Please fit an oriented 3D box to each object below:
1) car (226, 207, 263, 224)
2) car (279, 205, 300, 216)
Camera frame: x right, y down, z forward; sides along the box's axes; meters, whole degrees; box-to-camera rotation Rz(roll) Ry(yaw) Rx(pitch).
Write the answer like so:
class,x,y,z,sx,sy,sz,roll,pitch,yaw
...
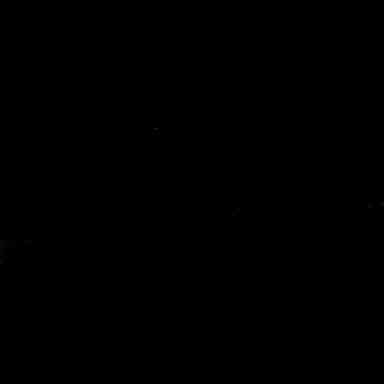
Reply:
class,x,y,z,sx,sy,sz,roll,pitch,yaw
car,5.035,2.164,31.163,1.882,1.535,5.008,1,-1,35
car,14.581,2.705,49.514,2.128,1.511,4.902,1,-1,35
